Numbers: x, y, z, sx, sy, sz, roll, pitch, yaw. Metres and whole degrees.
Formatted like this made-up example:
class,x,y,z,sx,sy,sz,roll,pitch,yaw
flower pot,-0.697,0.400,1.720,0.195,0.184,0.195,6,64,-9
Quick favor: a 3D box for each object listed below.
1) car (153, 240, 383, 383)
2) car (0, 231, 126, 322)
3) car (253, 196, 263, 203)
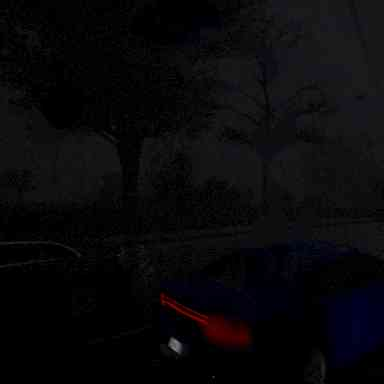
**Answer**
class,x,y,z,sx,sy,sz,roll,pitch,yaw
car,1.850,1.471,4.994,5.008,1.535,1.882,0,0,-35
car,-3.579,1.487,5.701,4.902,1.511,2.128,0,0,-35
car,14.590,1.624,70.345,2.033,1.411,5.357,0,-1,-23
